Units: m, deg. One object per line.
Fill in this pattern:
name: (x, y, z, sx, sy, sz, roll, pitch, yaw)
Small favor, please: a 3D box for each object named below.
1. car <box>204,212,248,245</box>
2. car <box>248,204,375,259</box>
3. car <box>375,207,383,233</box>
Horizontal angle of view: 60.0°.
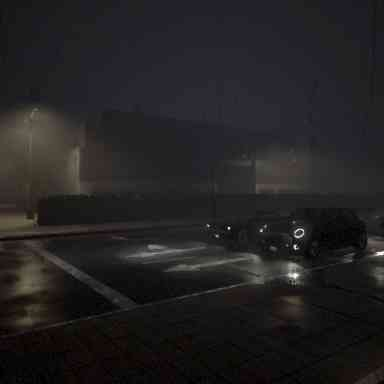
car: (2.910, 1.601, 15.715, 4.718, 1.301, 1.895, 0, 0, -34)
car: (4.632, 1.352, 12.660, 4.553, 1.767, 2.097, 0, 0, -34)
car: (12.099, 1.478, 17.769, 5.008, 1.535, 1.882, 0, 0, -35)
